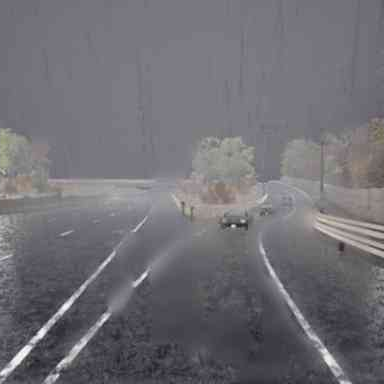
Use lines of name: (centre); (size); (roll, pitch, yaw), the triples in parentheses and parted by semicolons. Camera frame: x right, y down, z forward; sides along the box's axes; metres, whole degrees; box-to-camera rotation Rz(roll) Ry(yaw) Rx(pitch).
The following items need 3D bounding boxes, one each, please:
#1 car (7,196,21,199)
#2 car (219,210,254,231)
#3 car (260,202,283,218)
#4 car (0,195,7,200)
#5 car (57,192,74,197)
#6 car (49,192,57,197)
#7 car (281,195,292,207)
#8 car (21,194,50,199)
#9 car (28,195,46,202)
car: (-28.457, 1.350, 55.604); (1.812, 1.442, 4.674); (0, 0, -3)
car: (3.282, 1.940, 23.477); (1.895, 1.301, 4.718); (0, -1, 16)
car: (9.364, 2.244, 39.922); (1.837, 1.490, 4.892); (1, -1, 22)
car: (-31.917, 1.279, 54.880); (1.882, 1.535, 5.008); (0, 0, -3)
car: (-25.817, 1.198, 69.204); (2.097, 1.767, 4.553); (0, 0, -4)
car: (-29.433, 0.963, 70.896); (2.150, 2.045, 5.566); (0, 0, -4)
car: (18.261, 1.996, 64.594); (2.033, 1.411, 5.357); (1, 2, 17)
car: (-24.797, 1.350, 52.853); (1.837, 1.490, 4.892); (0, 0, -3)
car: (-32.924, 1.313, 70.603); (1.895, 1.301, 4.718); (0, 0, -4)
